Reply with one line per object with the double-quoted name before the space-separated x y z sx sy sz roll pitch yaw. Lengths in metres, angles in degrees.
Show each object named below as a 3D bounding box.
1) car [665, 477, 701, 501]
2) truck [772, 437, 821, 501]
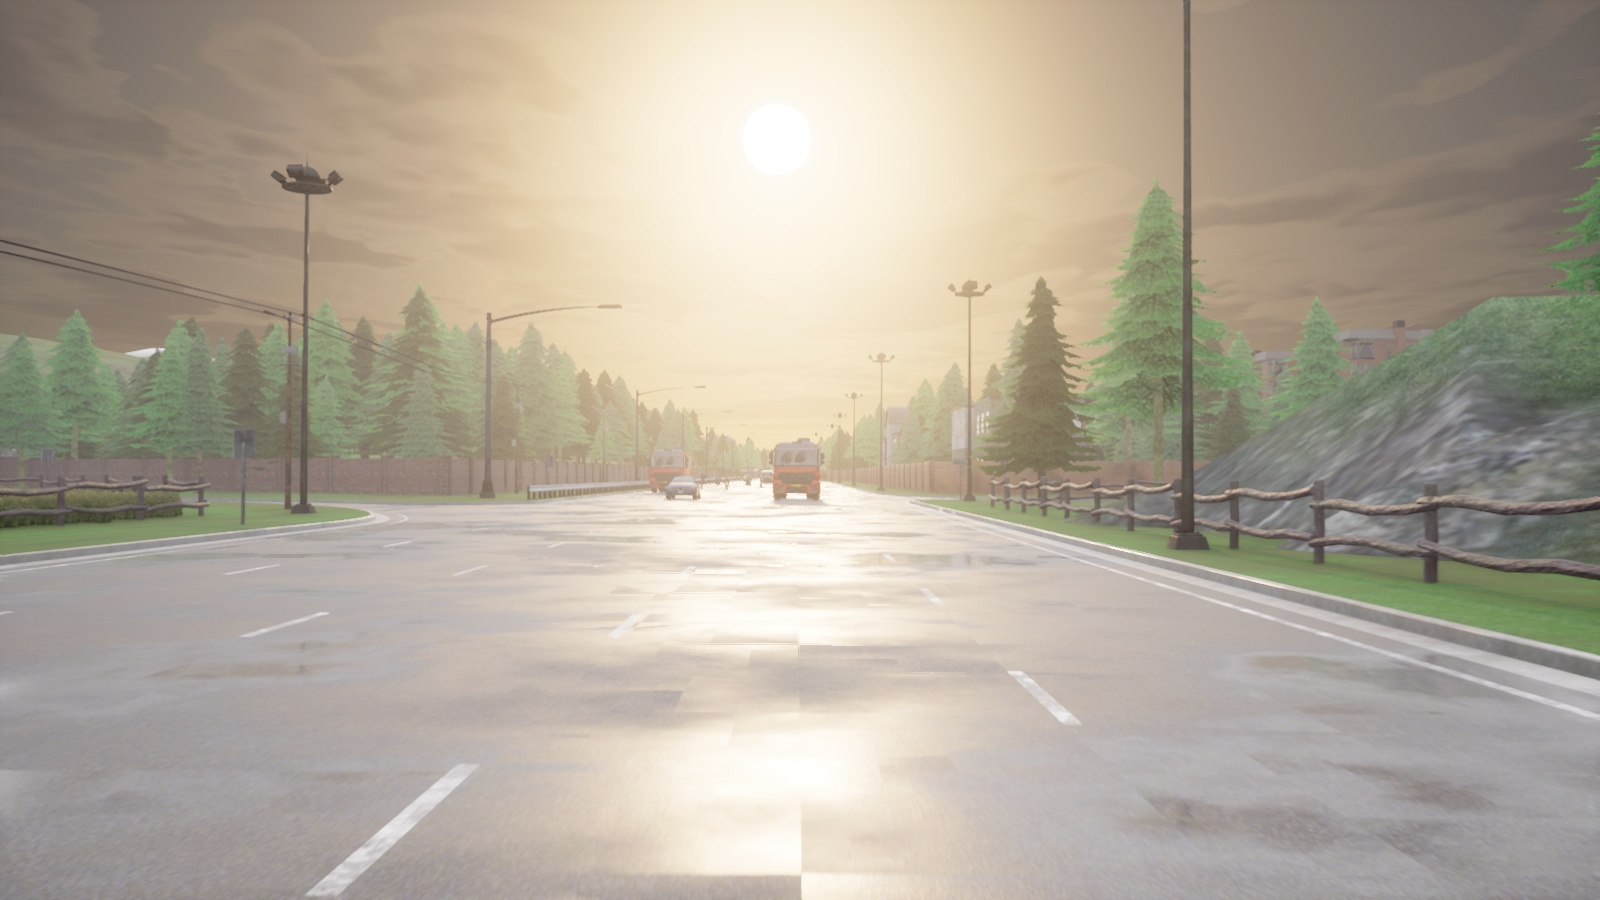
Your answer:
"car" -7.191 2.409 77.840 1.812 1.442 4.674 0 -1 0
"truck" -0.199 1.218 79.183 2.891 3.827 8.468 0 -1 0
